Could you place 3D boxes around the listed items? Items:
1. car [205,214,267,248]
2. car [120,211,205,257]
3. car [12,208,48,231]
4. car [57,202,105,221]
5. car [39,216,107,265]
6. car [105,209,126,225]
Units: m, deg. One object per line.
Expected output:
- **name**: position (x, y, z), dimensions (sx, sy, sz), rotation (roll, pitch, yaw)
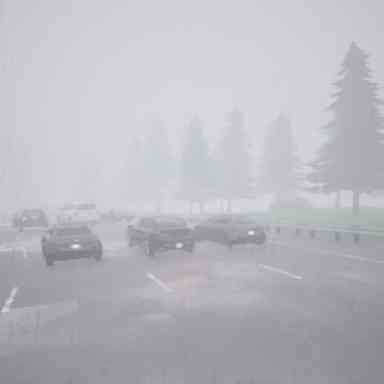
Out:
- **car**: position (1.649, 1.737, 15.847), dimensions (1.994, 1.385, 4.181), rotation (-1, -1, -25)
- **car**: position (-1.501, 1.751, 14.349), dimensions (1.837, 1.490, 4.892), rotation (-1, -1, -25)
- **car**: position (-13.319, 2.127, 27.247), dimensions (2.097, 1.767, 4.553), rotation (-1, -1, -37)
- **car**: position (-9.789, 1.909, 28.390), dimensions (2.150, 2.045, 5.566), rotation (-1, -1, -37)
- **car**: position (-4.876, 1.896, 13.307), dimensions (1.994, 1.385, 4.181), rotation (-1, -1, -25)
- **car**: position (-7.172, 2.242, 30.720), dimensions (1.895, 1.301, 4.718), rotation (-1, -1, -37)
